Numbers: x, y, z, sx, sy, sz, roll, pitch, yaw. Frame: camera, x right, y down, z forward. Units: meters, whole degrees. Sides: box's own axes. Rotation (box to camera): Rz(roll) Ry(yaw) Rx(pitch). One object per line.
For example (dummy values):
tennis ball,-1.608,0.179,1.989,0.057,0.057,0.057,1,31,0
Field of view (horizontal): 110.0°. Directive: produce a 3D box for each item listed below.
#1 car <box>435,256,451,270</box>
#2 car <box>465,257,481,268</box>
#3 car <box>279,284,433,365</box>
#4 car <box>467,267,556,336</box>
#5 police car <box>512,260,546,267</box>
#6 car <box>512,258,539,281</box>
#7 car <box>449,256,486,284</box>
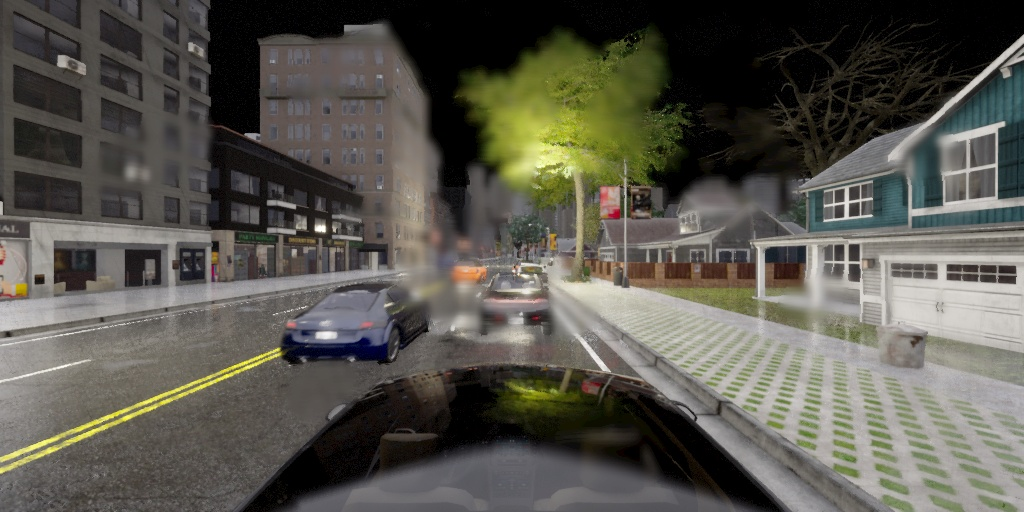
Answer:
car,-9.646,0.940,52.227,2.150,2.045,5.566,0,0,0
car,-6.350,1.063,58.368,2.097,1.767,4.553,0,0,1
car,-3.126,1.313,8.065,1.994,1.385,4.181,0,0,0
car,0.133,1.240,10.367,2.128,1.511,4.902,0,0,0
police car,1.050,1.168,20.617,1.930,1.638,5.238,0,0,0
car,1.089,1.086,30.477,2.097,1.767,4.553,0,0,0
car,-3.048,1.089,26.597,2.097,1.767,4.553,0,0,1
